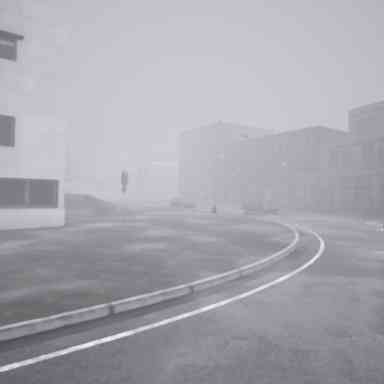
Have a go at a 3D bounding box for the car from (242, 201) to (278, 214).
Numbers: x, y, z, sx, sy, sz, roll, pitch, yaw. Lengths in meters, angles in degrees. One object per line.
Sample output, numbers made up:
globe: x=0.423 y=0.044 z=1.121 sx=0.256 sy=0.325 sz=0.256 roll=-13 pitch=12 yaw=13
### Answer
car: x=7.387 y=1.615 z=36.429 sx=1.994 sy=1.385 sz=4.181 roll=2 pitch=0 yaw=-31

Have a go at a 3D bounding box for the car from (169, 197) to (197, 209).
car: x=-1.251 y=1.407 z=43.046 sx=1.837 sy=1.490 sz=4.892 roll=2 pitch=0 yaw=-34
